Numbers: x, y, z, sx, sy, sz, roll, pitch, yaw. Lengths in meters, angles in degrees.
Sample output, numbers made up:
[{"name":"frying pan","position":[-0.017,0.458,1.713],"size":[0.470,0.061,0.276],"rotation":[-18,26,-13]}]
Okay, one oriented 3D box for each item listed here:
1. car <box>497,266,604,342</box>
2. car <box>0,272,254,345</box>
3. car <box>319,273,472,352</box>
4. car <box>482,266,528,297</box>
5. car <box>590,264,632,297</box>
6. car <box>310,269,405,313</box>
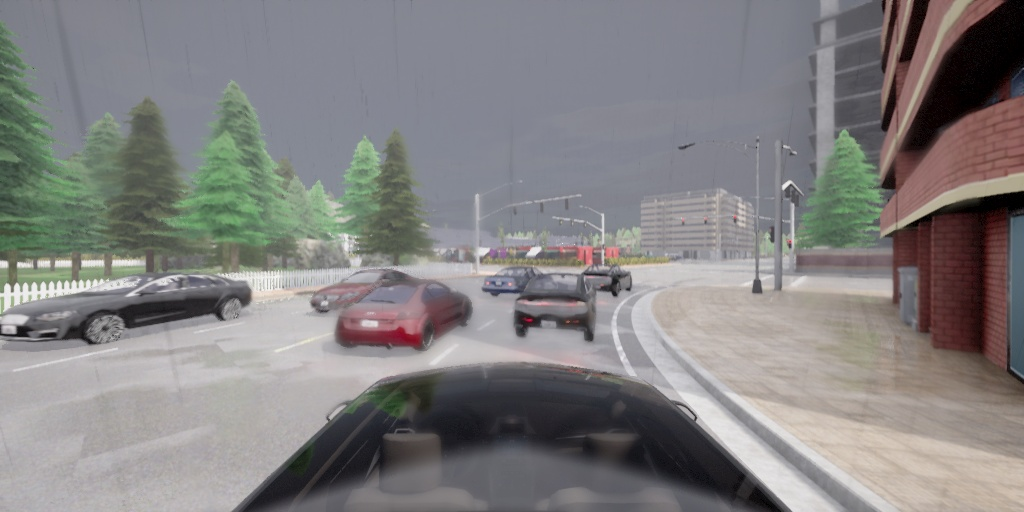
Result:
[{"name":"car","position":[1.355,1.201,9.805],"size":[2.128,1.511,4.902],"rotation":[0,0,14]},{"name":"car","position":[-9.597,1.204,9.594],"size":[2.128,1.511,4.902],"rotation":[0,0,12]},{"name":"car","position":[-2.406,1.278,8.936],"size":[1.994,1.385,4.181],"rotation":[0,0,10]},{"name":"car","position":[0.483,1.217,17.853],"size":[2.033,1.411,5.357],"rotation":[0,0,25]},{"name":"car","position":[4.856,1.152,18.362],"size":[2.128,1.511,4.902],"rotation":[1,1,29]},{"name":"car","position":[-5.133,1.218,13.360],"size":[1.812,1.442,4.674],"rotation":[0,0,17]}]
